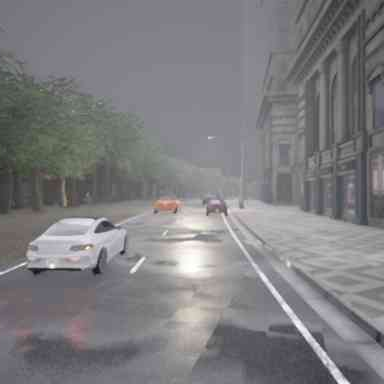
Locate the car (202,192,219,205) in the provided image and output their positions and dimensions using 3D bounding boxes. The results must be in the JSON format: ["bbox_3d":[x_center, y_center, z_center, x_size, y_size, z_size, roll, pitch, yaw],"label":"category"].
[{"bbox_3d":[2.566,1.109,49.270,1.837,1.490,4.892,0,0,6],"label":"car"}]

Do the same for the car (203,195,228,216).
[{"bbox_3d":[2.163,1.280,29.142,1.812,1.442,4.674,0,1,4],"label":"car"}]

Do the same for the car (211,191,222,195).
[{"bbox_3d":[5.013,0.767,69.419,2.150,2.045,5.566,0,0,9],"label":"car"}]

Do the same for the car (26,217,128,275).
[{"bbox_3d":[-3.241,1.472,10.136,1.812,1.442,4.674,0,0,1],"label":"car"}]

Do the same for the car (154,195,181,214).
[{"bbox_3d":[-2.245,1.077,32.026,2.097,1.767,4.553,0,1,4],"label":"car"}]
